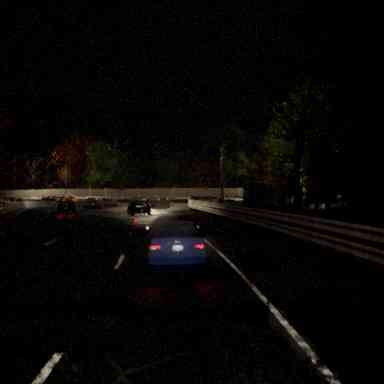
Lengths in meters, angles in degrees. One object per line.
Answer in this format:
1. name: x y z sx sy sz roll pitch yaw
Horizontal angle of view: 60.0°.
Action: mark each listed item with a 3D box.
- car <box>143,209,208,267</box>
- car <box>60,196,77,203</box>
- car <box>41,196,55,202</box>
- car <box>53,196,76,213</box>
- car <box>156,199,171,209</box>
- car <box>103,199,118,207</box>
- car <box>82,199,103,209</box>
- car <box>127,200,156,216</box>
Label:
1. car: -0.630 1.556 11.534 2.033 1.411 5.357 0 0 -6
2. car: -27.039 1.616 72.798 1.882 1.535 5.008 0 0 -41
3. car: -35.250 1.698 81.543 4.902 1.511 2.128 0 0 43
4. car: -14.488 1.565 38.319 2.128 1.511 4.902 0 0 -21
5. car: -4.085 1.603 44.747 1.994 1.385 4.181 0 0 5
6. car: -13.049 1.677 51.653 1.895 1.301 4.718 0 0 -27
7. car: -13.925 1.640 45.787 1.994 1.385 4.181 0 0 -25
8. car: -5.344 1.529 33.070 2.128 1.511 4.902 0 0 -17
